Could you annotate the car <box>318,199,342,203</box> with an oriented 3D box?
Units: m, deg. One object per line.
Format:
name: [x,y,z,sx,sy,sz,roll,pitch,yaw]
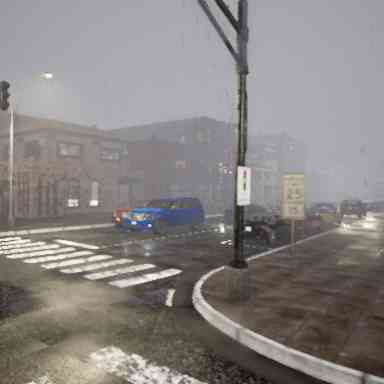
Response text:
car: [14.251,1.830,35.664,1.882,1.535,5.008,1,0,36]

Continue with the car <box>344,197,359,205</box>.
car: [36.398,1.981,75.682,2.192,1.841,5.009,1,0,36]

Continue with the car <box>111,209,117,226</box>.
car: [-2.955,1.346,21.980,2.192,1.841,5.009,1,0,36]

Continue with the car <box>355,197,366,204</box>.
car: [42.955,2.211,84.632,1.967,1.590,4.097,1,0,36]

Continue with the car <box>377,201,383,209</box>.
car: [33.315,2.224,57.304,1.887,1.381,4.507,1,0,36]

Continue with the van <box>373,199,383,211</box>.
van: [30.038,1.967,52.829,1.690,1.788,3.998,1,0,36]

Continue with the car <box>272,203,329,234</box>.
car: [7.081,1.695,21.503,1.967,1.590,4.097,1,0,36]

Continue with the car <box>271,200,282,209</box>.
car: [10.390,1.618,35.779,2.097,1.767,4.553,1,0,36]

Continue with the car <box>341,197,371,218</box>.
car: [16.920,1.730,34.929,2.192,1.841,5.009,1,0,36]

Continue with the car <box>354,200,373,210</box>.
car: [28.295,2.070,54.821,2.128,1.511,4.902,1,0,36]

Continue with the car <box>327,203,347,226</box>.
car: [10.459,1.835,26.115,1.752,1.417,4.829,1,0,36]

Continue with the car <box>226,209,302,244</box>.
car: [3.799,1.768,17.028,1.947,1.339,4.313,1,0,36]

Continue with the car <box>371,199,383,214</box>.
car: [23.478,1.961,43.878,1.967,1.590,4.097,1,0,36]

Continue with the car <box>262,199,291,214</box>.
car: [10.160,1.684,39.880,1.967,1.590,4.097,1,0,36]

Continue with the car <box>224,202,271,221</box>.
car: [4.488,1.648,27.752,1.882,1.535,5.008,1,0,36]

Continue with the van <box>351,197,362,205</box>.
van: [39.676,2.060,80.157,1.690,1.788,3.998,1,0,36]

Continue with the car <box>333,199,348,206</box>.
car: [29.835,2.111,66.731,2.008,1.369,4.403,1,0,36]

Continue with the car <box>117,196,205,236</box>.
car: [-1.419,1.297,19.684,2.150,2.045,5.566,1,0,36]
